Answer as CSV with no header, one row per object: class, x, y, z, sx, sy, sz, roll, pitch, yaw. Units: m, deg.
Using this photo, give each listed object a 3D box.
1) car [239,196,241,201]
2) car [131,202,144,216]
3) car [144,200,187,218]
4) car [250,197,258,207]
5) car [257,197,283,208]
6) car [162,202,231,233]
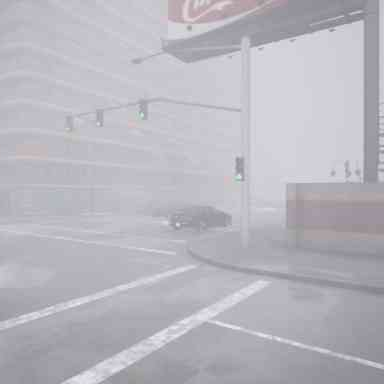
car,10.687,1.495,75.808,4.181,1.385,1.994,0,0,22
car,-3.785,1.490,32.259,2.128,1.511,4.902,0,0,35
car,-1.566,1.477,29.332,1.882,1.535,5.008,0,0,35
car,9.947,1.505,51.690,1.837,1.490,4.892,0,0,36
car,11.571,1.563,47.942,1.994,1.385,4.181,0,0,35
car,0.629,1.528,20.109,1.837,1.490,4.892,0,0,35
